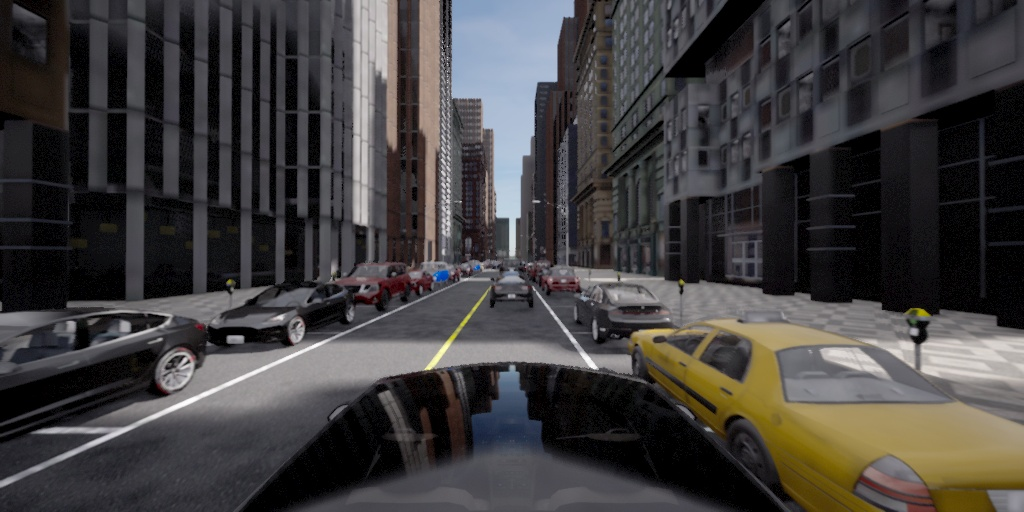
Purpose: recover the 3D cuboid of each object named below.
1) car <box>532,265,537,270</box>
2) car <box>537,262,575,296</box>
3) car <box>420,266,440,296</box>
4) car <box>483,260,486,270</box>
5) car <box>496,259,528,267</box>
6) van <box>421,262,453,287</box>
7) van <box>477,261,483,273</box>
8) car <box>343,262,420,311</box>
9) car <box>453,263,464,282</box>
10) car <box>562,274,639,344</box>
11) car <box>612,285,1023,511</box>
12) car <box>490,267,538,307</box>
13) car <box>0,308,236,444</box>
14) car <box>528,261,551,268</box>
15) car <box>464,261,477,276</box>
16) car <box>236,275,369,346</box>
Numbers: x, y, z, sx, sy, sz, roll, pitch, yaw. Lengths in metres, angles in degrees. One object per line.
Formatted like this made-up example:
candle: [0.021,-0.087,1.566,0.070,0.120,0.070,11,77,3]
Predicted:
car: [2.746,1.552,26.574,1.948,1.339,4.313,0,0,0]
car: [2.750,1.372,20.938,1.967,1.591,4.097,0,0,0]
car: [-5.775,1.478,20.923,1.888,1.381,4.507,0,0,0]
car: [-5.802,1.836,60.208,1.751,1.417,4.829,0,0,0]
car: [-0.018,1.244,30.884,2.150,2.045,5.566,0,0,0]
van: [-5.779,1.327,26.559,1.690,1.789,3.998,0,0,0]
van: [-5.798,1.597,54.741,1.690,1.789,3.998,0,0,0]
car: [-5.771,1.194,15.286,2.192,1.841,5.009,0,0,0]
car: [-5.783,1.480,32.196,1.967,1.591,4.097,0,0,0]
car: [2.757,1.376,9.666,2.007,1.370,4.403,0,0,0]
car: [2.761,1.297,4.200,1.751,1.417,4.829,0,0,0]
car: [-0.005,1.414,16.255,1.812,1.442,4.674,0,0,0]
car: [-5.764,1.338,4.013,1.948,1.339,4.313,0,0,0]
car: [2.742,1.355,32.211,2.192,1.841,5.009,0,0,0]
car: [-5.791,1.588,43.469,1.967,1.591,4.097,0,0,0]
car: [-5.768,1.391,9.650,1.948,1.339,4.313,0,0,0]
